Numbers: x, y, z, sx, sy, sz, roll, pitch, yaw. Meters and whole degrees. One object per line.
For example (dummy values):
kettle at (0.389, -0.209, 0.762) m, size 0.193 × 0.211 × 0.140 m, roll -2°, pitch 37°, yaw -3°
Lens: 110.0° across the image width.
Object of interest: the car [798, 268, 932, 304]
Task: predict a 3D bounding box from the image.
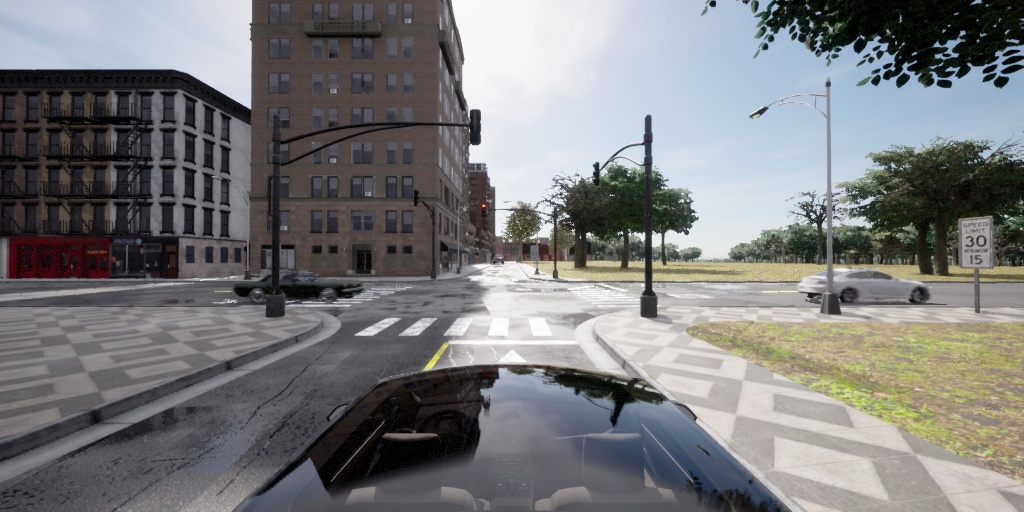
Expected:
car at (15.008, 1.249, 15.434) m, size 4.674 × 1.442 × 1.812 m, roll 0°, pitch -1°, yaw 0°

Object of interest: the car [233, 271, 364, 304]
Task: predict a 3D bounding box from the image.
car at (-8.994, 1.303, 15.436) m, size 4.718 × 1.301 × 1.895 m, roll 0°, pitch -1°, yaw 0°
